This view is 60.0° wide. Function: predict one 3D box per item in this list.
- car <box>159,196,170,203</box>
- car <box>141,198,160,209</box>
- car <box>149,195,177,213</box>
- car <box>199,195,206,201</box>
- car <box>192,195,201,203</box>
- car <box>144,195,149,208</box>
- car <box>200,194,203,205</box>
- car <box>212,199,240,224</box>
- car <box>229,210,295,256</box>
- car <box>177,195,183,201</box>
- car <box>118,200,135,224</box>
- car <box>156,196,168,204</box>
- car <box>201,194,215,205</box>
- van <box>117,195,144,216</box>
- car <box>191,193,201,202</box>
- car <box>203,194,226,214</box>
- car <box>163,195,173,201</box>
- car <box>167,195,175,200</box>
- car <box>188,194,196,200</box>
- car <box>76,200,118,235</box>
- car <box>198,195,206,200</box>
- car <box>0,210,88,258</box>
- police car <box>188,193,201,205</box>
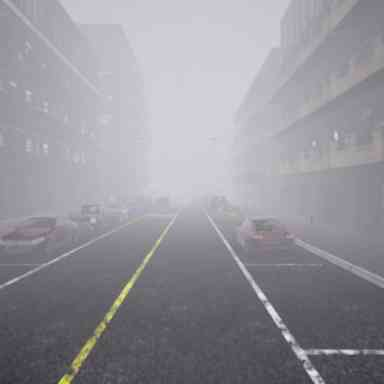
[{"bbox_3d":[-5.692,1.530,68.776,1.802,1.307,4.206,-1,0,0],"label":"car"},{"bbox_3d":[-5.702,1.515,46.368,2.008,1.369,4.403,-1,0,0],"label":"car"},{"bbox_3d":[-3.085,1.323,35.943,2.097,1.767,4.553,0,0,0],"label":"car"},{"bbox_3d":[2.689,1.462,85.722,1.752,1.417,4.829,-1,0,0],"label":"car"},{"bbox_3d":[0.907,1.404,67.363,1.801,1.575,5.366,0,0,0],"label":"car"},{"bbox_3d":[-5.689,1.283,40.765,2.192,1.841,5.009,-1,0,0],"label":"car"},{"bbox_3d":[2.682,1.279,46.338,2.192,1.841,5.009,-1,0,0],"label":"car"},{"bbox_3d":[2.683,1.506,24.100,1.752,1.417,4.829,-1,0,0],"label":"car"},{"bbox_3d":[2.682,1.572,12.726,1.802,1.307,4.206,-1,0,0],"label":"car"},{"bbox_3d":[-2.991,1.399,77.323,1.895,1.301,4.718,0,0,0],"label":"car"},{"bbox_3d":[-5.664,1.532,23.959,2.008,1.369,4.403,-1,0,0],"label":"car"},{"bbox_3d":[-5.693,1.534,63.173,1.802,1.307,4.206,-1,0,0],"label":"car"},{"bbox_3d":[2.684,1.271,57.542,2.192,1.841,5.009,-1,0,0],"label":"car"},{"bbox_3d":[-5.666,1.318,29.561,1.690,1.788,3.998,-1,0,0],"label":"van"},{"bbox_3d":[0.909,1.169,73.203,2.150,2.045,5.566,0,0,0],"label":"car"},{"bbox_3d":[2.681,1.287,35.134,2.192,1.841,5.009,-1,0,0],"label":"car"},{"bbox_3d":[-5.691,1.491,79.980,2.008,1.369,4.403,-1,0,0],"label":"car"},{"bbox_3d":[-5.690,1.484,91.184,2.008,1.369,4.403,-1,0,0],"label":"car"},{"bbox_3d":[0.012,1.364,92.431,1.994,1.385,4.181,0,0,0],"label":"car"},{"bbox_3d":[-5.666,1.425,18.357,1.967,1.590,4.097,-1,0,0],"label":"car"},{"bbox_3d":[2.690,1.498,91.154,1.947,1.339,4.313,-1,0,0],"label":"car"},{"bbox_3d":[-5.665,1.572,12.755,1.802,1.307,4.206,-1,0,0],"label":"car"},{"bbox_3d":[0.804,1.381,57.289,1.930,1.638,5.238,0,0,0],"label":"police car"}]
